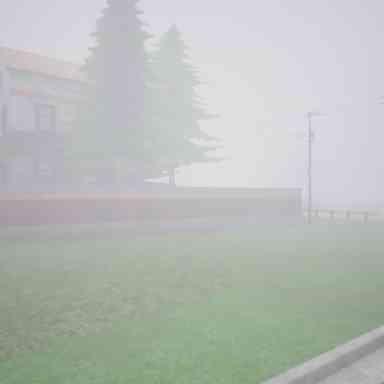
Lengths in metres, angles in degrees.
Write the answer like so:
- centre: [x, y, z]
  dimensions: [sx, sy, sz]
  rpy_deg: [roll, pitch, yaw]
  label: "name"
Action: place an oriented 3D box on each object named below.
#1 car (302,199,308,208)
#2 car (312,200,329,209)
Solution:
- centre: [12.453, 1.610, 43.731]
  dimensions: [2.128, 1.511, 4.902]
  rpy_deg: [0, 0, -36]
  label: "car"
- centre: [15.704, 1.677, 45.209]
  dimensions: [2.033, 1.411, 5.357]
  rpy_deg: [0, 0, -36]
  label: "car"
